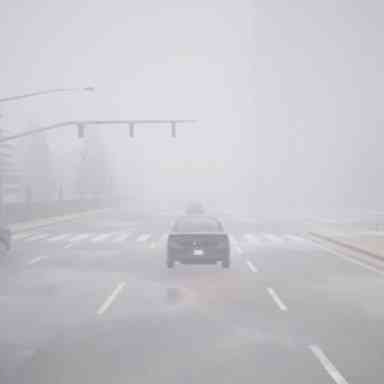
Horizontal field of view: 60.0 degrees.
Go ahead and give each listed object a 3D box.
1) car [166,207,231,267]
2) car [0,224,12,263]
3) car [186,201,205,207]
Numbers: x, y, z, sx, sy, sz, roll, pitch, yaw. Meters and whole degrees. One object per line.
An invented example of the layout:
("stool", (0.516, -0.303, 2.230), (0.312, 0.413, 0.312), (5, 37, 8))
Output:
("car", (0.188, 1.495, 11.499), (1.882, 1.535, 5.008), (0, 0, 0))
("car", (-6.979, 1.502, 9.200), (2.128, 1.511, 4.902), (0, 0, 1))
("car", (0.330, 1.624, 34.117), (2.033, 1.411, 5.357), (0, 0, 0))
